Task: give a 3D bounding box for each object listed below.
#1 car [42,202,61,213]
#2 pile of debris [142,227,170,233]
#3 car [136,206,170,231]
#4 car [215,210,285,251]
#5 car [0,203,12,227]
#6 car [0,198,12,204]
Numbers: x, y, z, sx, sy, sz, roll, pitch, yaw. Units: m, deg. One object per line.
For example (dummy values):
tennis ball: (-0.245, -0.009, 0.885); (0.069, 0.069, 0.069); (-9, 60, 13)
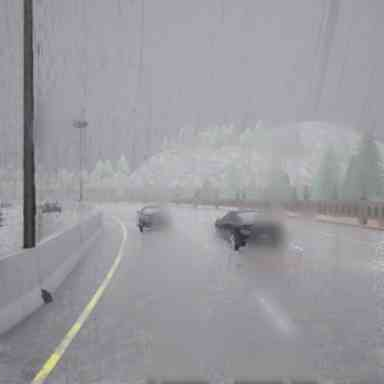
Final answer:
car: (-17.174, 1.882, 40.670); (1.895, 1.301, 4.718); (0, 0, -27)
pile of debris: (-2.170, 2.246, 19.778); (1.500, 0.140, 1.860); (0, 0, -12)
car: (-2.520, 1.602, 21.084); (1.812, 1.442, 4.674); (0, 0, -13)
car: (2.286, 1.503, 14.422); (1.882, 1.535, 5.008); (0, 0, -8)
car: (-13.436, 1.698, 21.043); (2.033, 1.411, 5.357); (0, 0, -14)
car: (-32.838, 1.878, 57.751); (2.097, 1.767, 4.553); (-1, 0, -41)
